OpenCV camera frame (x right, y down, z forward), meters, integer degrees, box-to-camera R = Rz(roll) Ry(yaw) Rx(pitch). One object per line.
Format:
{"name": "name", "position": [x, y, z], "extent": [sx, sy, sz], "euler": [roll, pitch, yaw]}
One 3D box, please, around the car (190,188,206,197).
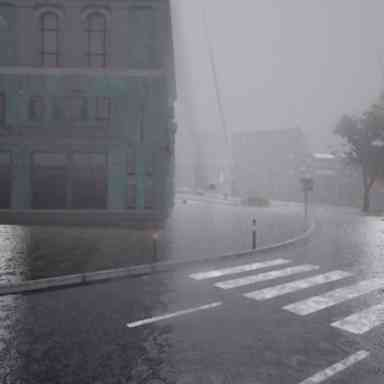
{"name": "car", "position": [1.751, 0.115, 67.725], "extent": [2.231, 1.521, 4.892], "euler": [6, 2, 12]}

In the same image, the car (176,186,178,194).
{"name": "car", "position": [-3.445, -0.495, 70.715], "extent": [1.946, 1.575, 5.366], "euler": [6, 2, 12]}

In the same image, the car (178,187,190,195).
{"name": "car", "position": [-0.828, -0.150, 69.316], "extent": [2.002, 1.452, 4.674], "euler": [6, 2, 12]}
